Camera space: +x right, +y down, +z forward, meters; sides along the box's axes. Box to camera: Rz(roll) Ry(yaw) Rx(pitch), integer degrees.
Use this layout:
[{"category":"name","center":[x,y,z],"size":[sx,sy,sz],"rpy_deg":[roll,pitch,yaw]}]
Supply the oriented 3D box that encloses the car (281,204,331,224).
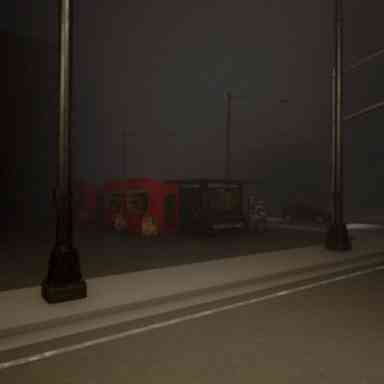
[{"category":"car","center":[9.622,1.759,27.234],"size":[1.837,1.490,4.892],"rpy_deg":[0,-1,-36]}]

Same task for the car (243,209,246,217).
[{"category":"car","center":[3.672,1.903,35.426],"size":[1.812,1.442,4.674],"rpy_deg":[0,-1,-36]}]
